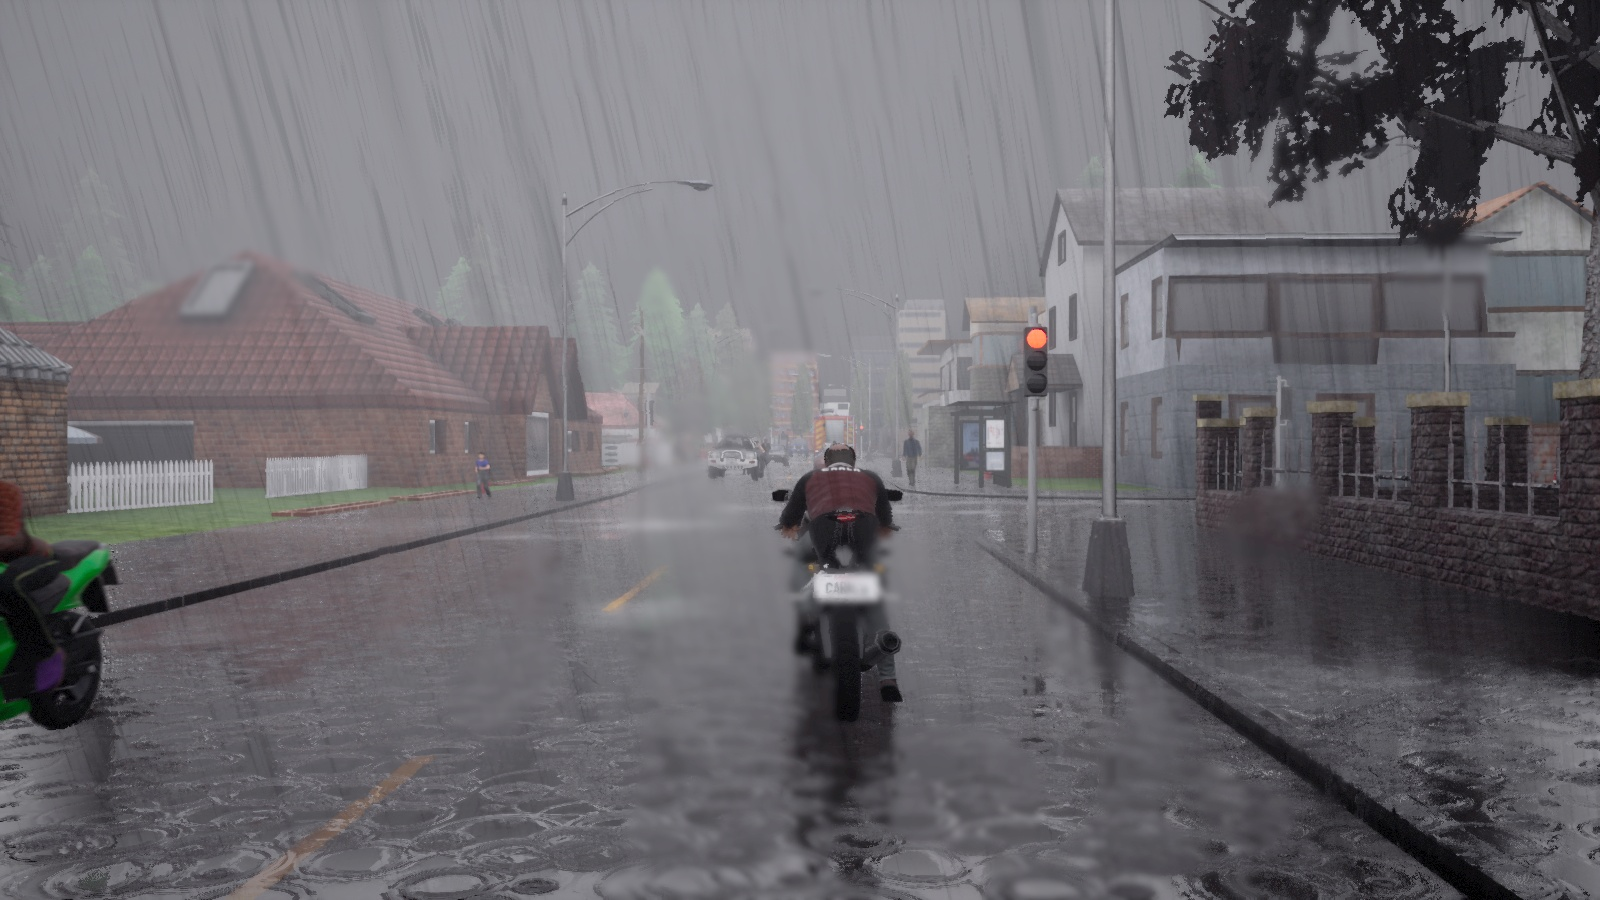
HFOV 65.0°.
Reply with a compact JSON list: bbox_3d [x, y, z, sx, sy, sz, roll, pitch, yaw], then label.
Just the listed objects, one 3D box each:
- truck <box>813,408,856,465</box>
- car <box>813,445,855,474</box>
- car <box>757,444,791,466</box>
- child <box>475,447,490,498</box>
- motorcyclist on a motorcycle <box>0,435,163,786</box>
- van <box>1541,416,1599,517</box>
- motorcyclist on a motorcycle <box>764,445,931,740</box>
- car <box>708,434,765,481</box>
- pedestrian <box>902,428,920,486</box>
[{"bbox_3d":[2.443,-0.918,88.847,2.891,3.827,8.468,0,0,1],"label":"truck"},{"bbox_3d":[1.706,0.459,62.500,1.994,1.385,4.181,0,0,2],"label":"car"},{"bbox_3d":[-1.703,0.321,83.649,2.033,1.411,5.357,0,0,2],"label":"car"},{"bbox_3d":[-7.858,0.551,31.078,0.270,1.263,0.437,0,0,0],"label":"child"},{"bbox_3d":[-3.860,0.693,5.754,0.797,1.523,2.044,0,0,2],"label":"motorcyclist on a motorcycle"},{"bbox_3d":[18.371,0.336,26.301,4.480,2.038,2.069,0,0,-1],"label":"van"},{"bbox_3d":[0.244,0.739,7.623,0.866,1.530,2.191,0,0,0],"label":"motorcyclist on a motorcycle"},{"bbox_3d":[-2.569,0.268,52.008,1.932,1.855,4.605,0,0,2],"label":"car"},{"bbox_3d":[3.566,0.232,40.296,0.402,1.842,0.726,0,0,17],"label":"pedestrian"}]
